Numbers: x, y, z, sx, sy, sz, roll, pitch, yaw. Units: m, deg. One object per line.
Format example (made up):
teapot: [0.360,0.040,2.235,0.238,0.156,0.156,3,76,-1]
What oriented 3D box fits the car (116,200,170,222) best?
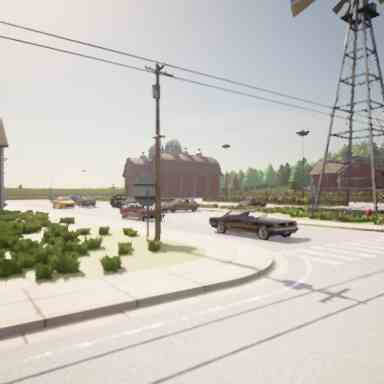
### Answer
car: [-3.993,1.574,26.473,1.895,1.301,4.718,0,0,-37]

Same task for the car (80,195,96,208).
car: [-15.552,1.453,48.312,2.128,1.511,4.902,0,0,-37]

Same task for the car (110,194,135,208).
car: [-9.766,1.269,47.174,3.866,1.878,1.905,0,0,-36]

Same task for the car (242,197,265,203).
car: [8.332,1.446,45.185,3.905,1.438,1.784,0,0,-36]

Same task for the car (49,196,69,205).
car: [-23.886,1.514,59.563,2.033,1.411,5.357,0,0,-36]

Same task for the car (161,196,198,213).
car: [-1.348,1.460,36.628,4.193,1.474,1.816,0,0,-36]

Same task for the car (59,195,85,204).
car: [-24.056,1.437,66.712,4.611,1.667,2.242,0,0,-36]

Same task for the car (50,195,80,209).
car: [-16.931,1.451,44.038,1.882,1.535,5.008,0,0,-36]

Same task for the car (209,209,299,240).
car: [3.037,1.573,16.997,1.895,1.301,4.718,0,0,-37]

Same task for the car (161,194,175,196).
car: [-5.084,1.237,63.224,4.605,1.855,1.932,0,0,-36]
